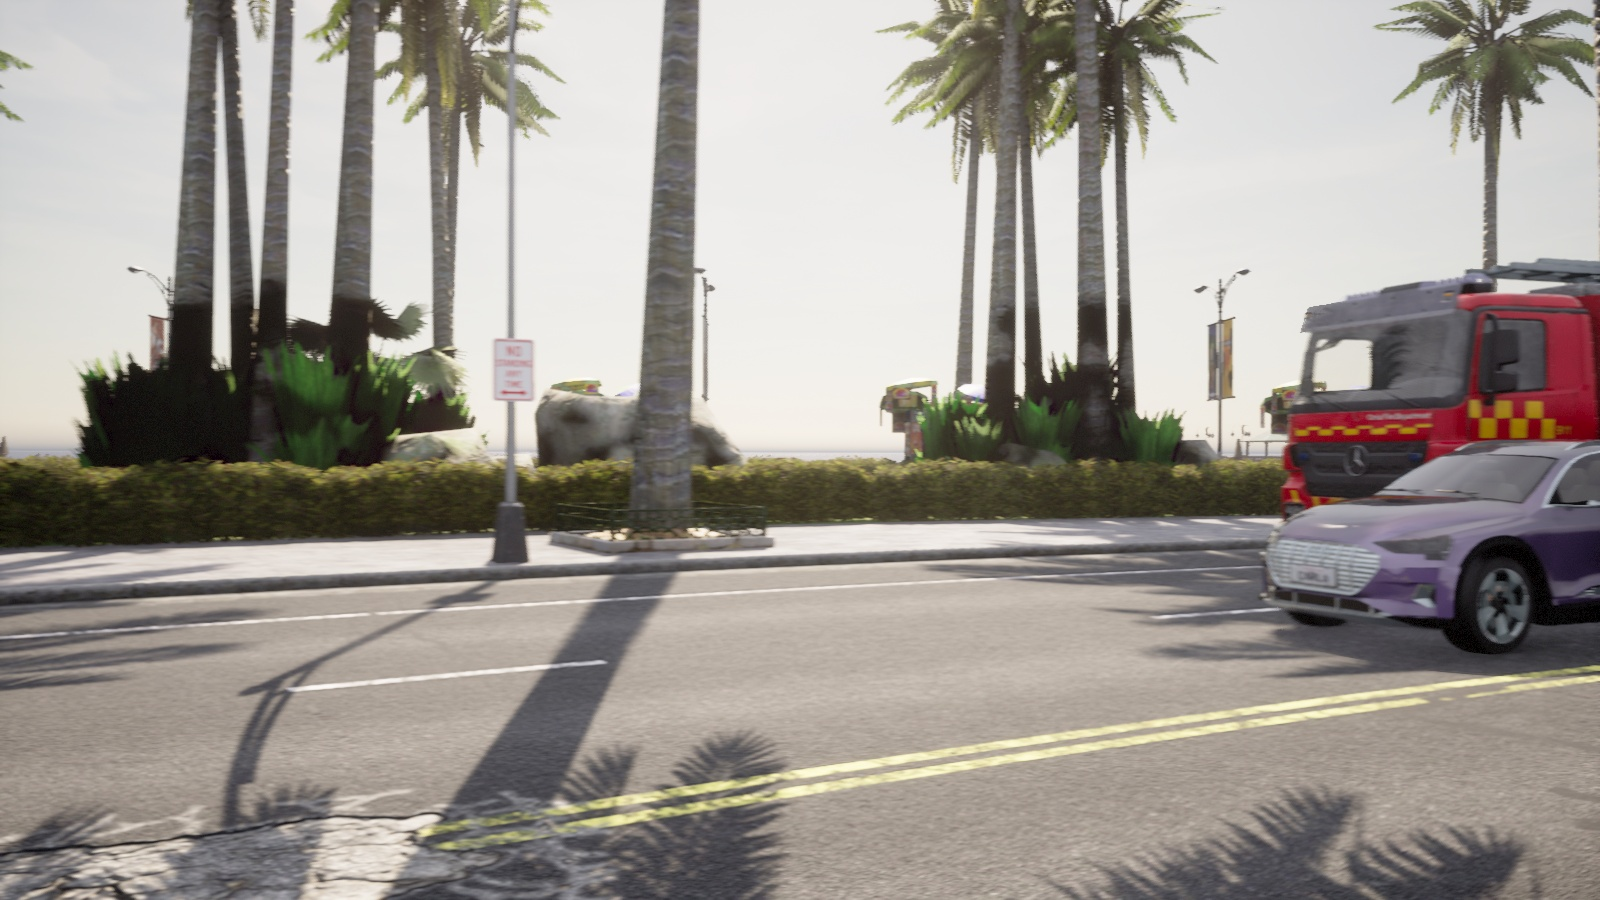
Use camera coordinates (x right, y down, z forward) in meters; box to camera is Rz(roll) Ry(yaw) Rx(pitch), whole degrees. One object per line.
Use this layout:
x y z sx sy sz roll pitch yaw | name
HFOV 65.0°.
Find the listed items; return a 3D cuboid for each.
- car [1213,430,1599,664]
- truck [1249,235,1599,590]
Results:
6.157 0.684 10.749 4.856 1.649 2.033 0 0 -23 | car
10.296 -0.408 16.216 8.468 3.827 2.891 0 0 -18 | truck
